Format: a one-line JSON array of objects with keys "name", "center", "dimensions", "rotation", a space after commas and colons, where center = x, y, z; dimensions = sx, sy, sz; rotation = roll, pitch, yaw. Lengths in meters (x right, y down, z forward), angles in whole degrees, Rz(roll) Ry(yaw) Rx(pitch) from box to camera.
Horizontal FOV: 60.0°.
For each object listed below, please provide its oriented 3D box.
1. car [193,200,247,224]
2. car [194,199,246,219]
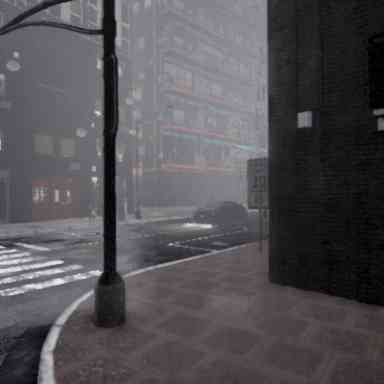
[{"name": "car", "center": [1.981, 1.357, 22.915], "dimensions": [1.994, 1.385, 4.181], "rotation": [-1, 0, 42]}, {"name": "car", "center": [2.345, 1.323, 26.998], "dimensions": [1.887, 1.381, 4.507], "rotation": [0, 1, 42]}]
